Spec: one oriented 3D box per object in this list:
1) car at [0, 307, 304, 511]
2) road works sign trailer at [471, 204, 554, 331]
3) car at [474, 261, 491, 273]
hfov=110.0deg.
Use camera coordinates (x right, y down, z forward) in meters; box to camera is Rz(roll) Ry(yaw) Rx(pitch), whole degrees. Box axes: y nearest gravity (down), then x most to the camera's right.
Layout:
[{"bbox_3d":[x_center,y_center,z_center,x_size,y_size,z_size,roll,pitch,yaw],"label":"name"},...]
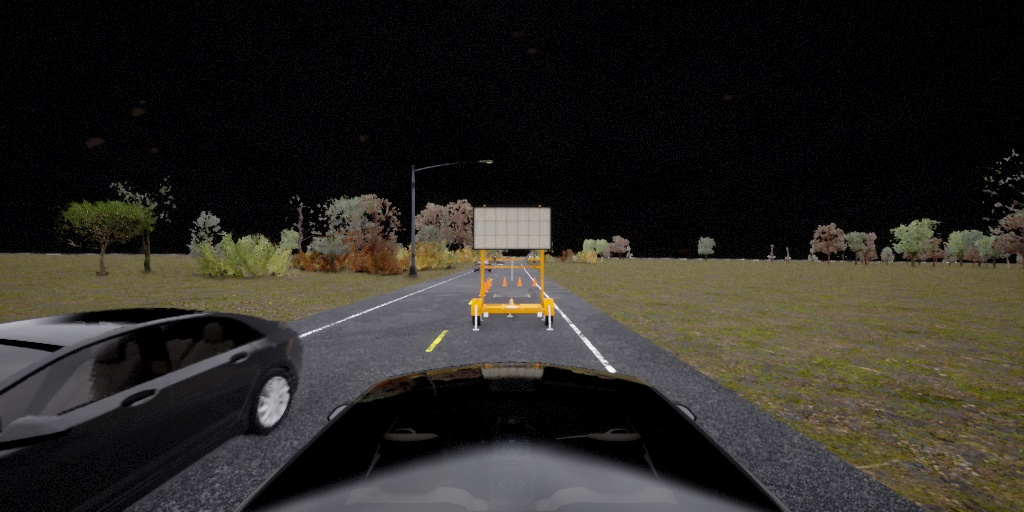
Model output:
[{"bbox_3d":[-3.598,1.255,2.678,1.837,1.490,4.892,0,0,0],"label":"car"},{"bbox_3d":[0.007,0.218,11.055,2.380,3.560,2.880,0,0,-1],"label":"road works sign trailer"},{"bbox_3d":[-3.505,1.300,43.723,1.812,1.442,4.674,0,0,0],"label":"car"}]
